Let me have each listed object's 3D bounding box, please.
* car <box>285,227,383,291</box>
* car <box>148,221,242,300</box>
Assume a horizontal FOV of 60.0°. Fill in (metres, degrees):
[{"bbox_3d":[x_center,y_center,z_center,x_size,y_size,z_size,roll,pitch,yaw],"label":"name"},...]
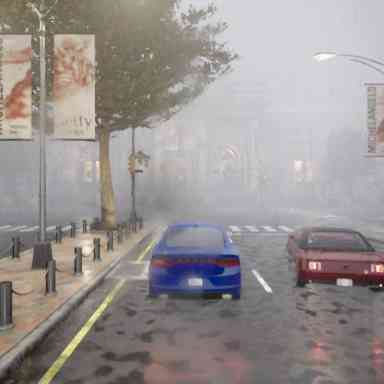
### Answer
[{"bbox_3d":[3.677,1.597,9.097,1.895,1.301,4.718,0,0,13],"label":"car"},{"bbox_3d":[0.071,1.474,8.470,1.882,1.535,5.008,0,0,0],"label":"car"}]
